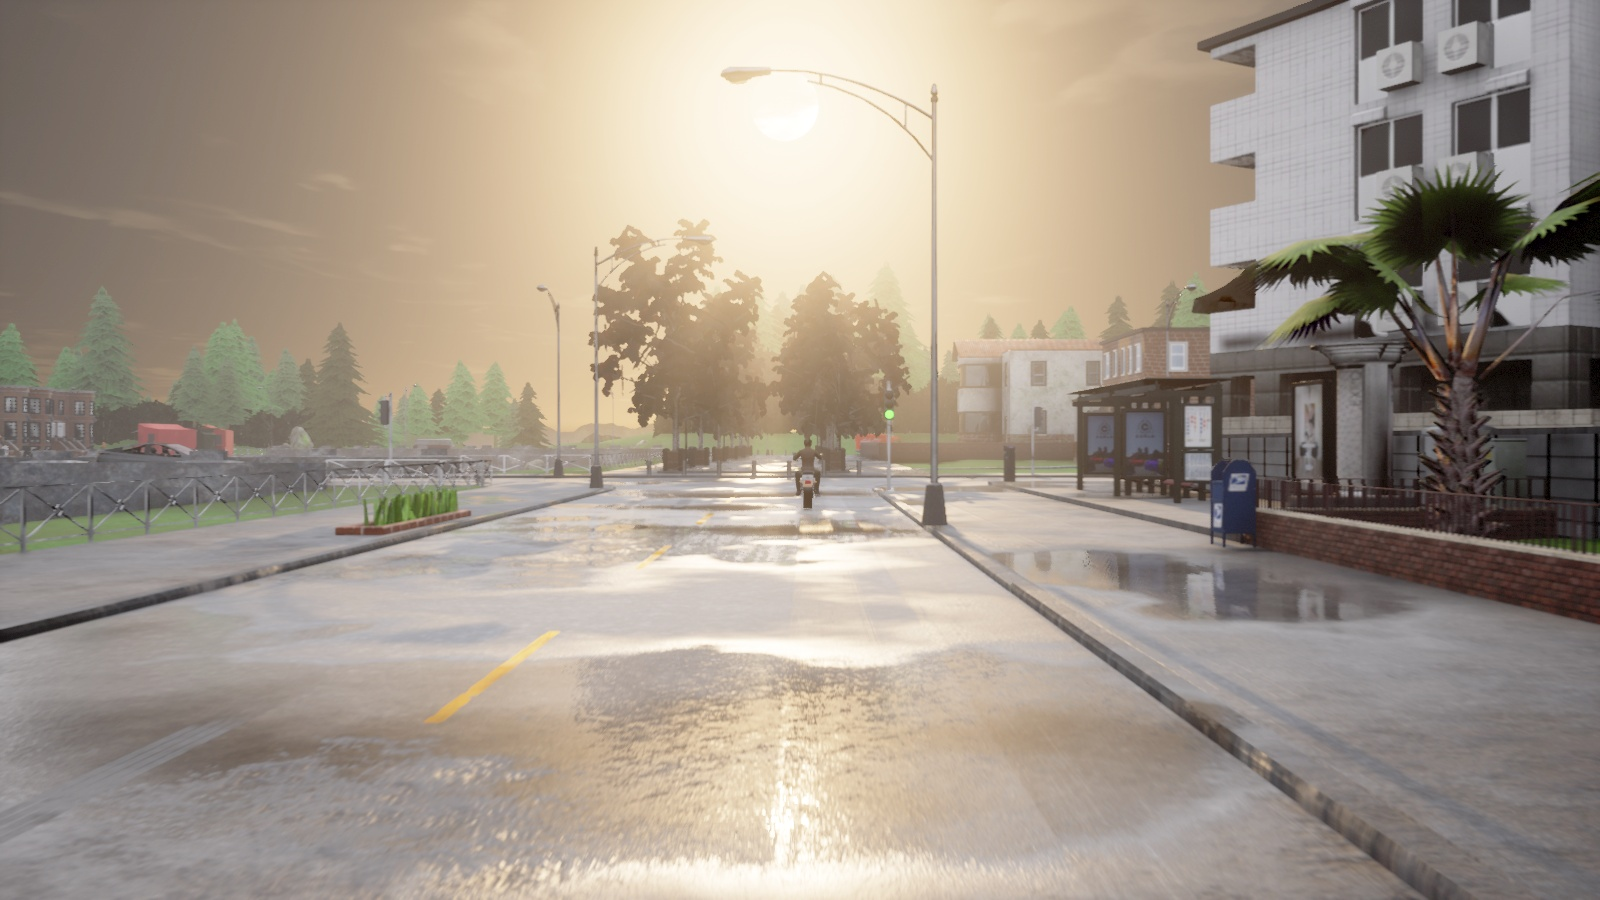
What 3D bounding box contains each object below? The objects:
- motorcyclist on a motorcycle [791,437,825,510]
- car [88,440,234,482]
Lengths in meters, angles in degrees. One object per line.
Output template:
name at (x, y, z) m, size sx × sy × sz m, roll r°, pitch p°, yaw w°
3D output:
motorcyclist on a motorcycle at (0.185, 0.531, 29.479) m, size 0.766 × 1.649 × 2.350 m, roll 0°, pitch 0°, yaw 0°
car at (-24.112, 0.406, 47.504) m, size 4.514 × 1.525 × 2.007 m, roll 0°, pitch 0°, yaw 2°
